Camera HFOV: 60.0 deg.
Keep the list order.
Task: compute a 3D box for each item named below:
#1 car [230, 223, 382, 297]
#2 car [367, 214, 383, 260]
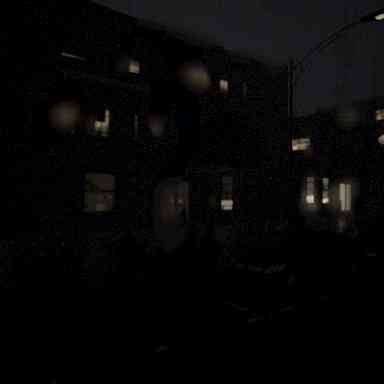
[{"bbox_3d":[2.884,1.605,8.622,4.206,1.307,1.802,0,0,-36],"label":"car"},{"bbox_3d":[7.385,1.481,11.842,4.097,1.590,1.967,0,0,-36],"label":"car"}]
